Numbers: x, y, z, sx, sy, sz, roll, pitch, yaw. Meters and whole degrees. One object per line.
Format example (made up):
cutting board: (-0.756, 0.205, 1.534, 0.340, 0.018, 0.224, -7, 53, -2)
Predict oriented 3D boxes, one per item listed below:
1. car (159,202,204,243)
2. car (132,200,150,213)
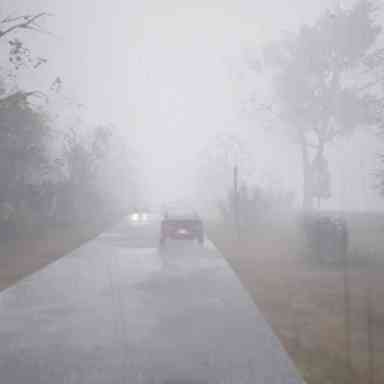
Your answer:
car: (-0.550, 1.482, 16.128, 1.882, 1.535, 5.008, 0, 0, -4)
car: (-5.917, 1.677, 38.880, 2.128, 1.511, 4.902, 0, -1, -8)
